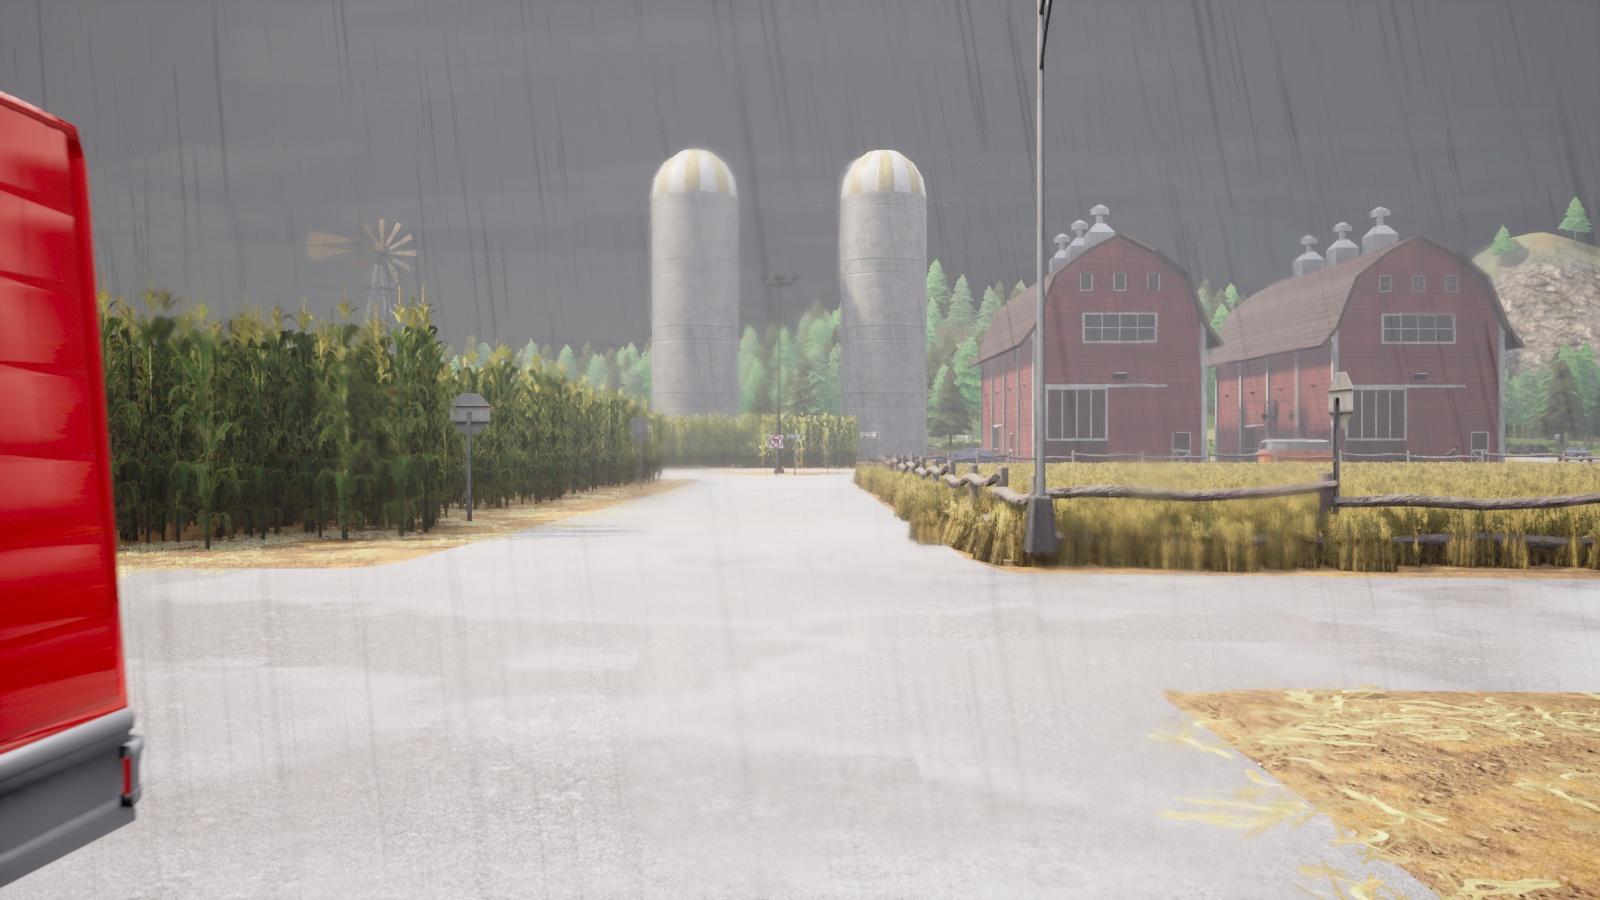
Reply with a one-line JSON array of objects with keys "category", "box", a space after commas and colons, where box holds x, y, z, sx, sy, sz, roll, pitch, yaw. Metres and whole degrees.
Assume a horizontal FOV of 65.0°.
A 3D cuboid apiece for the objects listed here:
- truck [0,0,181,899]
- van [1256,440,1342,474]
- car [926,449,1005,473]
[{"category": "truck", "box": [-3.079, 0.252, 0.951, 2.627, 2.467, 5.204, 0, 0, 0]}, {"category": "van", "box": [29.690, 0.418, 74.807, 4.442, 1.987, 1.775, 0, 0, -3]}, {"category": "car", "box": [10.271, 0.659, 78.044, 4.674, 1.442, 1.812, 0, 1, 14]}]
